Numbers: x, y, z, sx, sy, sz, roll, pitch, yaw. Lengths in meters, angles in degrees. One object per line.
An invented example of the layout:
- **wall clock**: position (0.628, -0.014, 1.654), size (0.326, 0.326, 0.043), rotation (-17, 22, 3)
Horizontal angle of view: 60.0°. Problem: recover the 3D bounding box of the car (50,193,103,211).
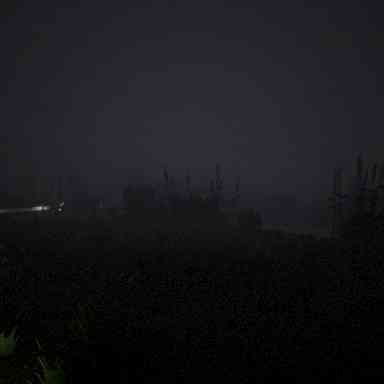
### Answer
- **car**: position (-10.539, 0.961, 30.381), size (2.097, 1.767, 4.553), rotation (0, 3, 40)
